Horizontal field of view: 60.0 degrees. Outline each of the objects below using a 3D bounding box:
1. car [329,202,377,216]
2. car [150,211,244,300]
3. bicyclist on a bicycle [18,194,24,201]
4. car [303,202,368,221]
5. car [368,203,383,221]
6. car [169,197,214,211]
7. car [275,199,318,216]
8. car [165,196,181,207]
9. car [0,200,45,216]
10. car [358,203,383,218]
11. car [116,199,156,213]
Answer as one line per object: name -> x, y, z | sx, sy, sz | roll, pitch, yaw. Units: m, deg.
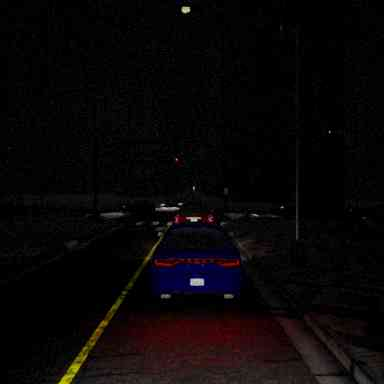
car -> 17.783, 1.858, 36.856 | 4.403, 1.369, 2.008 | 1, -1, 0
car -> 0.100, 1.481, 8.493 | 1.882, 1.535, 5.008 | 0, 0, 0
bicyclist on a bicycle -> -20.500, 1.047, 39.719 | 0.582, 1.620, 1.656 | 1, 0, 0
car -> 12.133, 1.787, 28.332 | 4.313, 1.339, 1.947 | 1, -1, 0
car -> 17.946, 1.836, 28.332 | 4.829, 1.417, 1.752 | 1, -1, 0
car -> 0.119, 1.359, 17.647 | 2.097, 1.767, 4.553 | 0, 0, 1
car -> 10.949, 1.554, 34.180 | 4.553, 1.767, 2.097 | 1, 0, 0
car -> -3.105, 1.514, 51.365 | 2.128, 1.511, 4.902 | 0, 0, 0
car -> -14.776, 1.379, 28.234 | 4.403, 1.369, 2.008 | 1, -1, 0
car -> 19.916, 1.867, 34.183 | 4.674, 1.442, 1.812 | 1, 0, 0
car -> -5.999, 1.507, 35.952 | 1.812, 1.442, 4.674 | 3, 1, 44
